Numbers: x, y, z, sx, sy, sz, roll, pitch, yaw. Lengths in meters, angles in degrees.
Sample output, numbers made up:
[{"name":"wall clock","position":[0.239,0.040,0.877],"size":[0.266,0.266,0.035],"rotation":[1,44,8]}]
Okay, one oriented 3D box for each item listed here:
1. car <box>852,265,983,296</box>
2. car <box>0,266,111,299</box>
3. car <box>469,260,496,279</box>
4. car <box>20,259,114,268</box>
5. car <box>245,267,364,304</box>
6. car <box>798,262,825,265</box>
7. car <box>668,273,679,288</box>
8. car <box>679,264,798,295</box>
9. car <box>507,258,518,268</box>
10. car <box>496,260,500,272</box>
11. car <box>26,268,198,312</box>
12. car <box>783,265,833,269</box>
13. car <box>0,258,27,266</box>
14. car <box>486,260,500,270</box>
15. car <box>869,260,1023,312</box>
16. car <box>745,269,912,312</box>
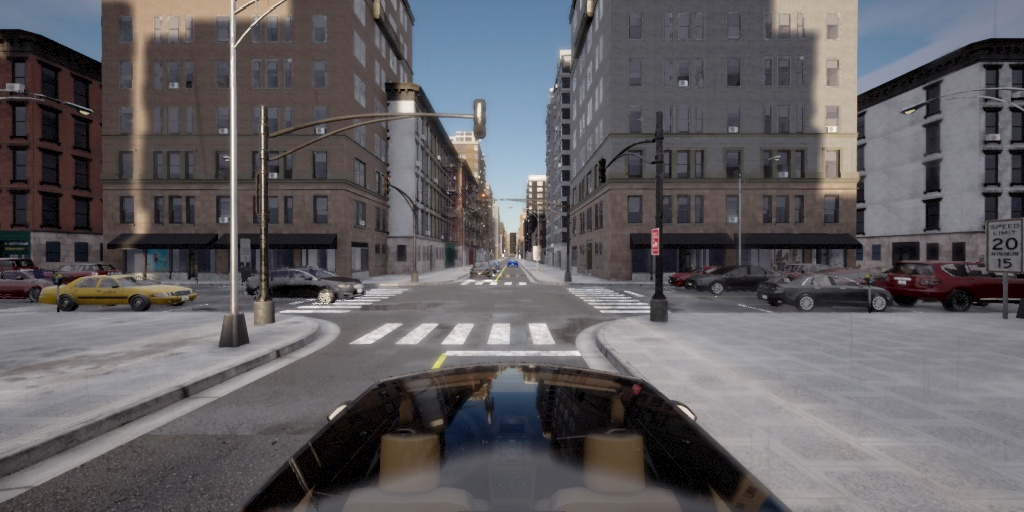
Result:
[{"name":"car","position":[21.401,1.255,19.073],"size":[4.892,1.490,1.837],"rotation":[0,0,0]},{"name":"car","position":[-21.524,1.316,16.260],"size":[4.181,1.385,1.994],"rotation":[0,0,0]},{"name":"car","position":[-2.777,1.259,33.016],"size":[1.837,1.490,4.892],"rotation":[0,0,0]},{"name":"car","position":[-26.352,1.166,21.766],"size":[4.097,1.591,1.967],"rotation":[0,0,0]},{"name":"car","position":[-9.072,1.250,15.837],"size":[4.902,1.511,2.128],"rotation":[0,0,5]},{"name":"car","position":[17.226,1.176,21.626],"size":[4.097,1.591,1.967],"rotation":[0,0,0]},{"name":"car","position":[11.817,1.280,21.644],"size":[4.507,1.381,1.888],"rotation":[0,0,0]},{"name":"car","position":[11.919,1.252,19.100],"size":[4.892,1.490,1.837],"rotation":[0,0,0]},{"name":"car","position":[0.144,1.245,63.126],"size":[1.882,1.535,5.008],"rotation":[0,0,0]},{"name":"car","position":[-2.754,1.304,42.813],"size":[2.033,1.411,5.357],"rotation":[0,0,0]},{"name":"car","position":[-14.885,1.293,13.704],"size":[4.829,1.417,1.751],"rotation":[0,0,0]},{"name":"car","position":[15.362,1.289,16.139],"size":[4.674,1.442,1.812],"rotation":[0,0,0]},{"name":"car","position":[-32.014,1.040,21.784],"size":[5.009,1.841,2.192],"rotation":[0,0,0]},{"name":"car","position":[-2.725,1.287,52.716],"size":[1.812,1.442,4.674],"rotation":[0,0,1]},{"name":"car","position":[17.200,1.090,13.601],"size":[5.009,1.841,2.192],"rotation":[0,0,0]},{"name":"car","position":[11.791,1.325,13.619],"size":[4.403,1.370,2.007],"rotation":[0,0,0]}]
